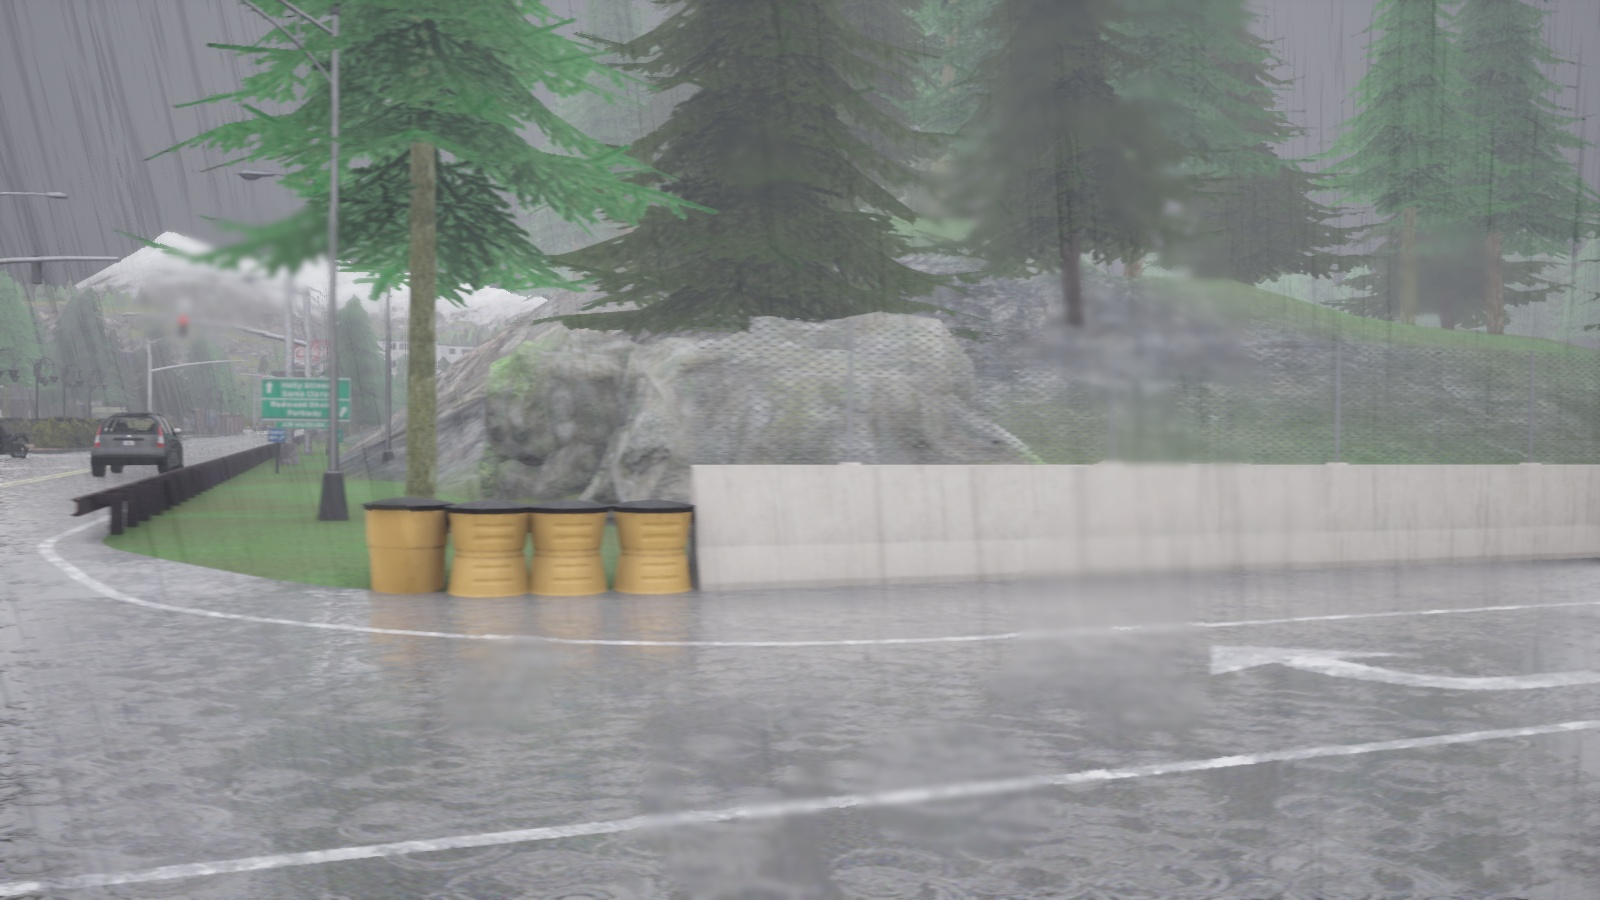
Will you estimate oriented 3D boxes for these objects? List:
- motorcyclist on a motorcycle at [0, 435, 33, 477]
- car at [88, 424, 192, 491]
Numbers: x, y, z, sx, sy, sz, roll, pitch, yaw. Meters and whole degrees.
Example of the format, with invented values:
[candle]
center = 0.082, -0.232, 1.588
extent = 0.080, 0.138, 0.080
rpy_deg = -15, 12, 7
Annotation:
[motorcyclist on a motorcycle]
center = -29.908, 0.236, 46.821
extent = 0.797, 1.523, 2.044
rpy_deg = -4, -1, 44
[car]
center = -17.050, 0.157, 32.609
extent = 1.851, 1.617, 3.988
rpy_deg = -1, 1, -20
